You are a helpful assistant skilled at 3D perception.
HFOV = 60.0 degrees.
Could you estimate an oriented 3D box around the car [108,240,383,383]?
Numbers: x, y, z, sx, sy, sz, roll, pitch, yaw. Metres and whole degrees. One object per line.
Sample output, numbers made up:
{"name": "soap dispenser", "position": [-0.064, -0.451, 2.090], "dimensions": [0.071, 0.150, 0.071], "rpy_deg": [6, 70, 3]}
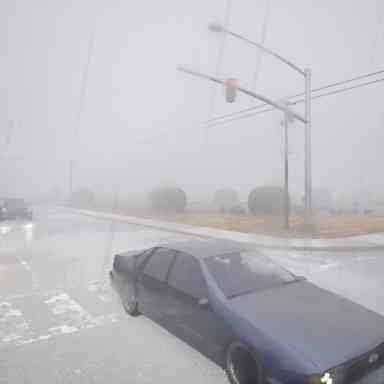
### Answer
{"name": "car", "position": [0.340, 1.564, 5.436], "dimensions": [2.033, 1.411, 5.357], "rpy_deg": [0, 0, -35]}

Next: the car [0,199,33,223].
{"name": "car", "position": [-13.834, 1.315, 25.912], "dimensions": [2.097, 1.767, 4.553], "rpy_deg": [0, 0, -35]}
